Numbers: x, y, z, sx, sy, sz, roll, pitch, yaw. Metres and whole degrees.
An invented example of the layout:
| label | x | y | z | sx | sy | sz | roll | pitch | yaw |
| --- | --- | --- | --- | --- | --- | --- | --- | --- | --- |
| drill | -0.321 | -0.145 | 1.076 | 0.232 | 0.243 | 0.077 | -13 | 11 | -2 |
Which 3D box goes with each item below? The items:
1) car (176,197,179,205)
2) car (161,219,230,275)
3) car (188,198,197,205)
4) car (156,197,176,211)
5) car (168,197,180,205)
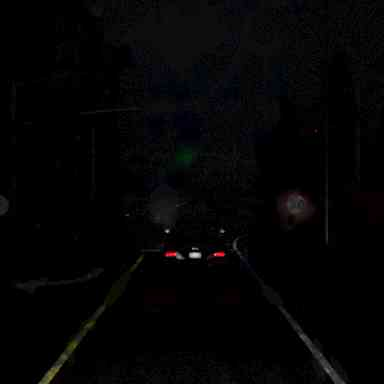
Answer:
| label | x | y | z | sx | sy | sz | roll | pitch | yaw |
| --- | --- | --- | --- | --- | --- | --- | --- | --- | --- |
| car | -3.596 | 1.762 | 53.877 | 1.895 | 1.301 | 4.718 | 0 | 0 | 0 |
| car | 0.085 | 1.579 | 10.518 | 2.033 | 1.411 | 5.357 | 0 | 0 | 0 |
| car | 0.080 | 1.796 | 65.292 | 1.895 | 1.301 | 4.718 | 0 | 0 | 0 |
| car | -3.609 | 1.623 | 43.941 | 2.128 | 1.511 | 4.902 | 0 | 0 | 0 |
| car | -3.521 | 1.740 | 64.524 | 2.033 | 1.411 | 5.357 | 0 | 0 | 0 |
